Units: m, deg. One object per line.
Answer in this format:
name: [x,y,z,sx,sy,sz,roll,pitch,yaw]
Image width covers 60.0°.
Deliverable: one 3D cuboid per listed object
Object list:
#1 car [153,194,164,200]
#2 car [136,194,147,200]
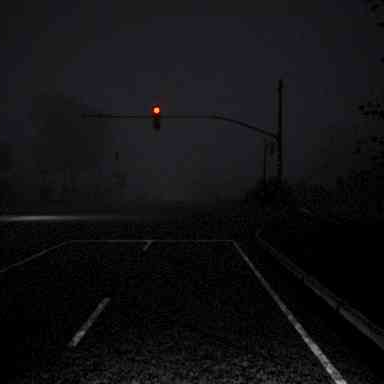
car: [-6.997,1.055,69.483,1.994,1.385,4.181,0,-1,0]
car: [-10.497,1.043,69.483,2.033,1.411,5.357,0,-1,0]
